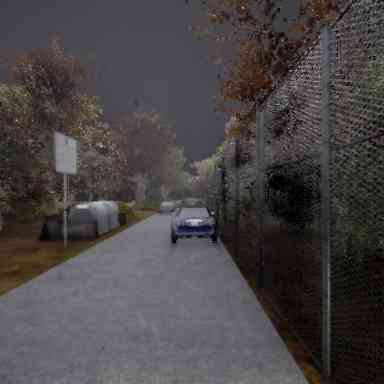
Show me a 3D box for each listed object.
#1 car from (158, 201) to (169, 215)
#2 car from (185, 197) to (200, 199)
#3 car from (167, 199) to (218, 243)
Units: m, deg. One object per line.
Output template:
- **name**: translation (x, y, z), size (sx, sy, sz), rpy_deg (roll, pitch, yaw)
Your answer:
- **car**: translation (-2.899, 1.891, 39.958), size (1.837, 1.490, 4.892), rpy_deg (0, -1, 0)
- **car**: translation (0.068, 1.583, 38.849), size (2.150, 2.045, 5.566), rpy_deg (0, -1, 0)
- **car**: translation (0.095, 1.407, 16.563), size (2.097, 1.767, 4.553), rpy_deg (-1, -1, 0)
